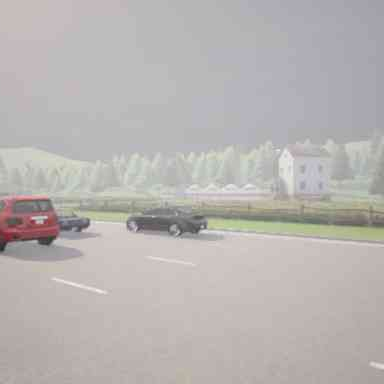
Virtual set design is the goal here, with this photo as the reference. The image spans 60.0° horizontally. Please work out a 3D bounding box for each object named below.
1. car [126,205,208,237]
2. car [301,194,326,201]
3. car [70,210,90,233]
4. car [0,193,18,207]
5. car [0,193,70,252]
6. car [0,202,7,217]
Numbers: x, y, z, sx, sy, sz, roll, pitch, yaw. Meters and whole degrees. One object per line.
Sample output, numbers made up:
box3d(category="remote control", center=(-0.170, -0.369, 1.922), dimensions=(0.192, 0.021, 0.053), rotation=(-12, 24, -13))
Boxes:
box3d(category="car", center=(-1.456, 1.484, 17.928), dimensions=(4.892, 1.490, 1.837), rotation=(0, 0, 35))
box3d(category="car", center=(24.016, 1.179, 66.127), dimensions=(4.605, 1.855, 1.932), rotation=(0, 0, 35))
box3d(category="car", center=(-7.751, 1.570, 18.118), dimensions=(4.718, 1.301, 1.895), rotation=(0, 0, 35))
box3d(category="car", center=(-27.102, 1.122, 47.051), dimensions=(1.905, 1.878, 3.866), rotation=(0, 0, 35))
box3d(category="car", center=(-7.826, 1.195, 13.872), dimensions=(5.566, 2.045, 2.150), rotation=(0, 0, 36))
box3d(category="car", center=(-19.154, 1.540, 30.547), dimensions=(4.718, 1.301, 1.895), rotation=(0, 0, 35))
